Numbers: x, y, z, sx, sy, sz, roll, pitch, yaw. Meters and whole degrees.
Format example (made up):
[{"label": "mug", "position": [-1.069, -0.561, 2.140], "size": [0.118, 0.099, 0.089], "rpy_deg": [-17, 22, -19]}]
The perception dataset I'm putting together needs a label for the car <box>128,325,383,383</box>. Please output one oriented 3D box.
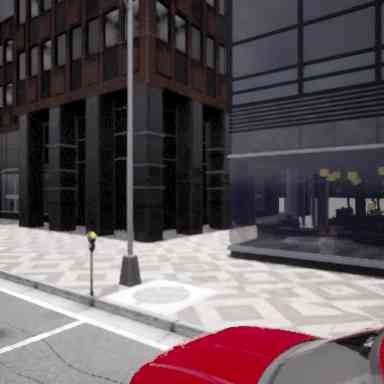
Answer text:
[{"label": "car", "position": [1.526, 1.546, 1.878], "size": [4.507, 1.381, 1.887], "rpy_deg": [0, 0, 36]}]
